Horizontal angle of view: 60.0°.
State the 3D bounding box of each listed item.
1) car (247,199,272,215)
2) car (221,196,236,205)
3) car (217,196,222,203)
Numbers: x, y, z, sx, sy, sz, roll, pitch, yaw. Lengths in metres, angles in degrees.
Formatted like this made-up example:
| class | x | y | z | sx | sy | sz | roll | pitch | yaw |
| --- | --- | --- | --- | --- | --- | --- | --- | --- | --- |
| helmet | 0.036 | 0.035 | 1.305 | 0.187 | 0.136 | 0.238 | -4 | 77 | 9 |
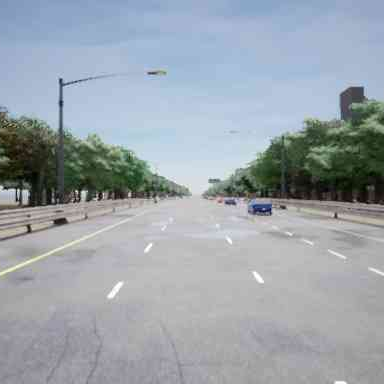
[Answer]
| class | x | y | z | sx | sy | sz | roll | pitch | yaw |
| --- | --- | --- | --- | --- | --- | --- | --- | --- | --- |
| car | 7.014 | 1.516 | 34.807 | 1.882 | 1.535 | 5.008 | 0 | 0 | 0 |
| car | 7.120 | 1.772 | 63.264 | 1.812 | 1.442 | 4.674 | 0 | -1 | 0 |
| car | 7.227 | 1.819 | 80.415 | 2.097 | 1.767 | 4.553 | 0 | -1 | 0 |
